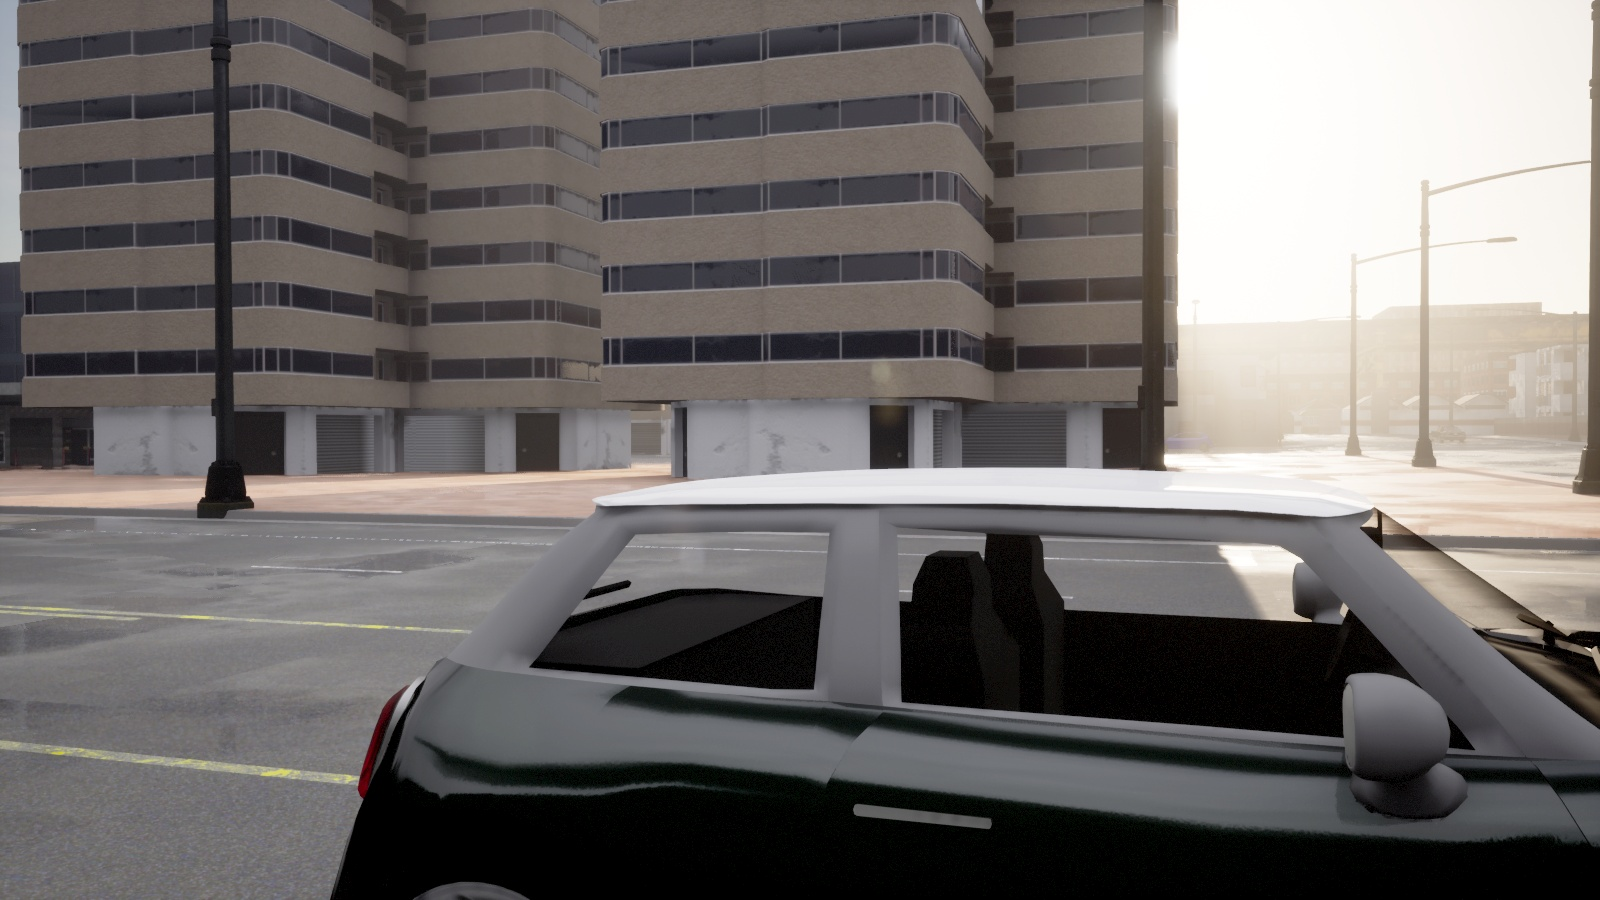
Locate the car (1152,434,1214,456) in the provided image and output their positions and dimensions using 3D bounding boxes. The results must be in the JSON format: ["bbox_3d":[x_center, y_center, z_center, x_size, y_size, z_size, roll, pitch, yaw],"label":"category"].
[{"bbox_3d":[27.446,-0.362,90.127,4.193,1.474,1.816,0,1,17],"label":"car"}]

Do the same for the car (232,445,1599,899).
[{"bbox_3d":[0.941,0.749,2.925,3.806,1.475,1.970,1,1,19],"label":"car"}]
